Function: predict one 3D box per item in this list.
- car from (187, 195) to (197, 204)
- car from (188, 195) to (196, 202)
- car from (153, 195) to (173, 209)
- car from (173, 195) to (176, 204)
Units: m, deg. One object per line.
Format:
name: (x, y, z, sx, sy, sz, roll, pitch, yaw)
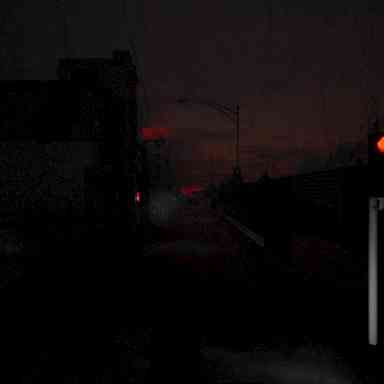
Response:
car: (0.066, 1.478, 65.555, 1.882, 1.535, 5.008, 0, -1, 0)
car: (-0.041, 1.524, 79.672, 1.812, 1.442, 4.674, 0, 0, 0)
car: (-4.118, 1.491, 44.316, 2.128, 1.511, 4.902, 0, 0, 0)
car: (-4.117, 1.601, 53.600, 1.895, 1.301, 4.718, 0, 0, 0)
